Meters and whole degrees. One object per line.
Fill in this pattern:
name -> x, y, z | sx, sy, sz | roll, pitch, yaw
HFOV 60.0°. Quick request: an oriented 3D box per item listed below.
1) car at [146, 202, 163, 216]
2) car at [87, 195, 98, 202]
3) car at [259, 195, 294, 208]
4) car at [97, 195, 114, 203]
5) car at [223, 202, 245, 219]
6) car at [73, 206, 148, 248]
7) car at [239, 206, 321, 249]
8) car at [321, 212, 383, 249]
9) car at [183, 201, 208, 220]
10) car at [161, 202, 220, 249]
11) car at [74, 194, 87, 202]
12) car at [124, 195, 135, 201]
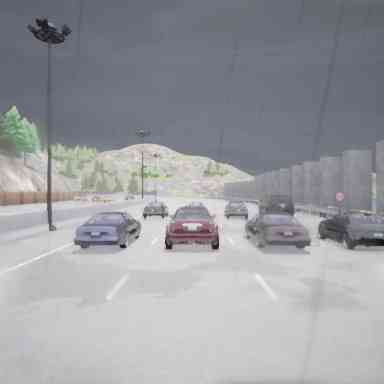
car -> -3.161, 1.561, 29.520 | 2.033, 1.411, 5.357 | 0, 0, 1
car -> -20.778, 1.479, 72.993 | 2.128, 1.511, 4.902 | 0, 0, -4
car -> 7.337, 1.255, 29.298 | 2.150, 2.045, 5.566 | 0, 0, 1
car -> -16.949, 1.473, 66.641 | 1.882, 1.535, 5.008 | 0, 0, -2
car -> 3.837, 1.561, 29.352 | 2.033, 1.411, 5.357 | 0, 0, 1
car -> -3.473, 1.560, 14.595 | 2.033, 1.411, 5.357 | 0, 0, 1
car -> 3.526, 1.560, 14.523 | 2.033, 1.411, 5.357 | 0, 0, 1
car -> 7.026, 1.570, 14.487 | 1.994, 1.385, 4.181 | 0, 0, 1
car -> 0.338, 1.570, 29.436 | 1.994, 1.385, 4.181 | 0, 0, 1
car -> 0.026, 1.363, 14.529 | 2.097, 1.767, 4.553 | 0, 0, 1
car -> -24.266, 1.313, 72.718 | 2.097, 1.767, 4.553 | 0, 0, -4
car -> -13.804, 1.471, 73.602 | 2.128, 1.511, 4.902 | 0, 0, -4
